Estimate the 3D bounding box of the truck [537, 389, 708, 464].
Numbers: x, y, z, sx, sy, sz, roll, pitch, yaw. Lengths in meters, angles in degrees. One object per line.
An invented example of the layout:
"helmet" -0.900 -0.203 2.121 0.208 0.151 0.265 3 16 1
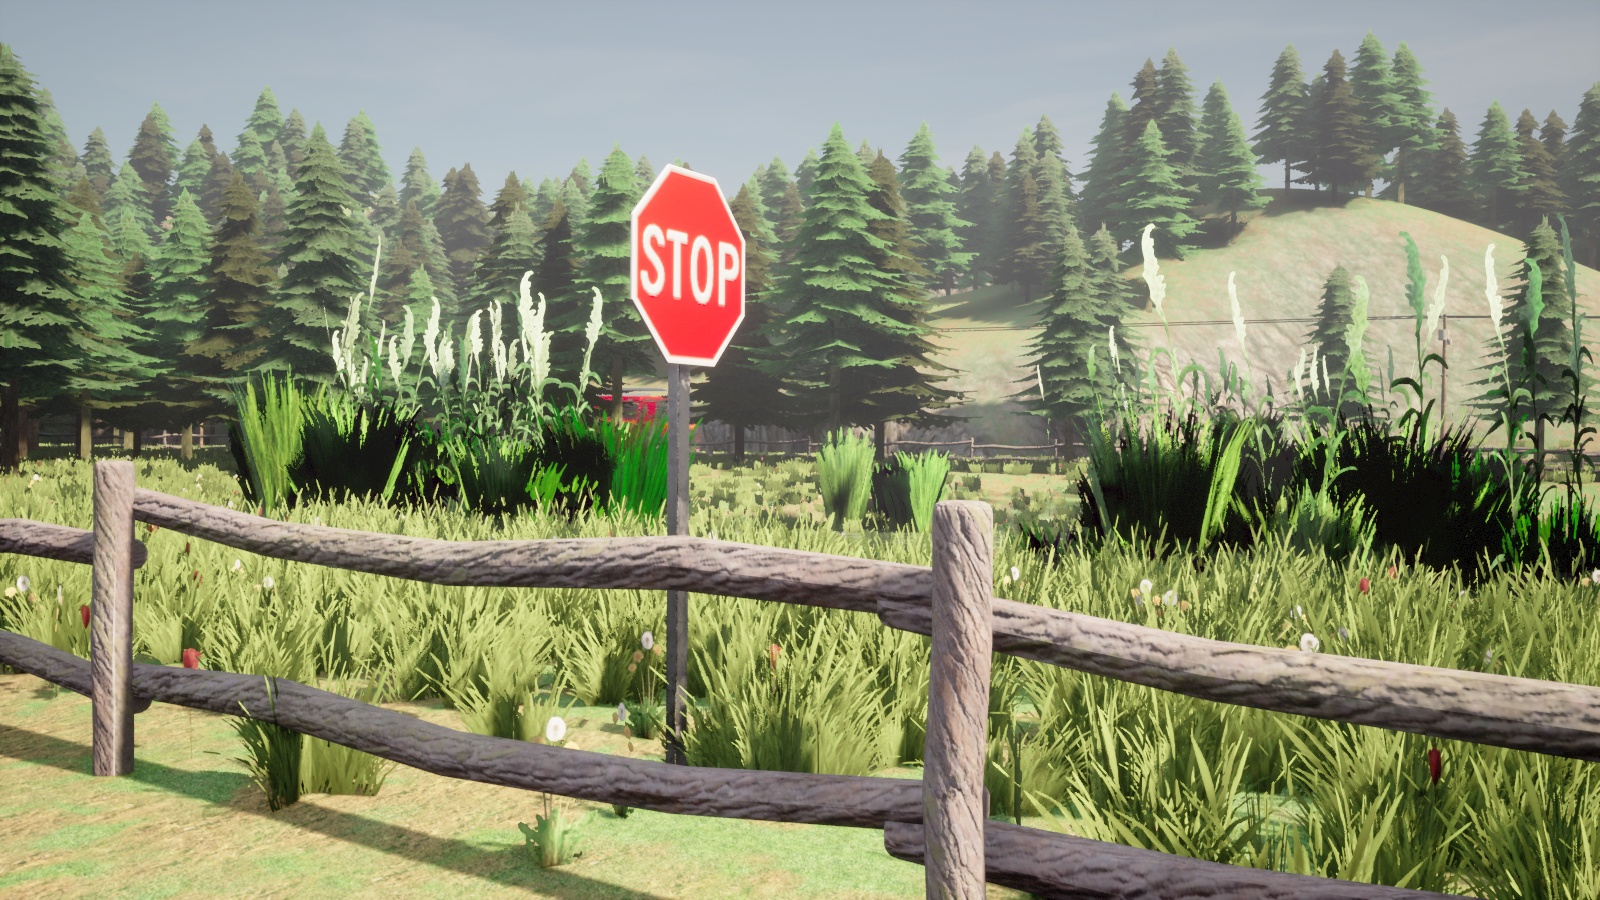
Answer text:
"truck" -9.404 -1.225 66.752 8.468 3.827 2.891 0 1 14
